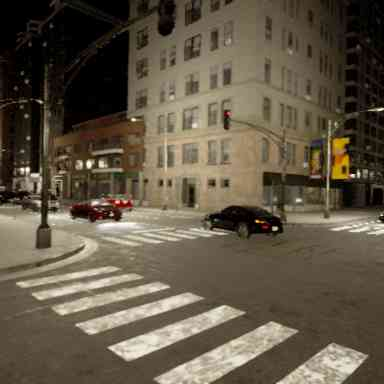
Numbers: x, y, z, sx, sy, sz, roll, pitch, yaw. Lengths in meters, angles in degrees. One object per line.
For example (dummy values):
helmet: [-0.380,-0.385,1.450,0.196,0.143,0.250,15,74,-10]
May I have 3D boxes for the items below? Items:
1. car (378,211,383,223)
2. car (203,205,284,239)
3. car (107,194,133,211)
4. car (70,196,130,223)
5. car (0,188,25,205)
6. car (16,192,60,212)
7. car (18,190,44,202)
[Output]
car: [15.548,1.530,24.248,5.357,1.411,2.033,0,1,-40]
car: [2.371,1.356,16.286,1.812,1.442,4.674,2,0,-32]
car: [-7.161,0.907,30.399,1.967,1.590,4.097,1,1,-44]
car: [-6.203,1.148,21.489,1.994,1.385,4.181,1,1,-44]
car: [-20.187,0.633,36.035,1.837,1.490,4.892,1,1,-44]
car: [-13.175,0.955,28.730,1.895,1.301,4.718,1,1,-44]
car: [-22.405,0.505,46.235,1.752,1.417,4.829,1,1,-44]
